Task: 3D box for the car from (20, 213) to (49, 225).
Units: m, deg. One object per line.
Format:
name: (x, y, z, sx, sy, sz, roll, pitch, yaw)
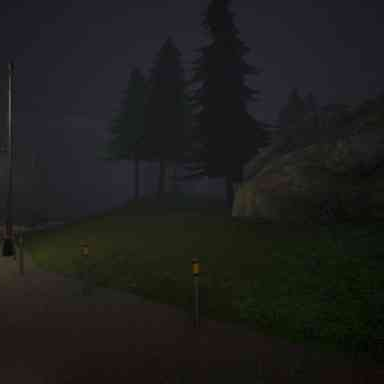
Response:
car: (-20.759, 3.560, 44.133, 2.128, 1.511, 4.902, 1, -4, 3)
